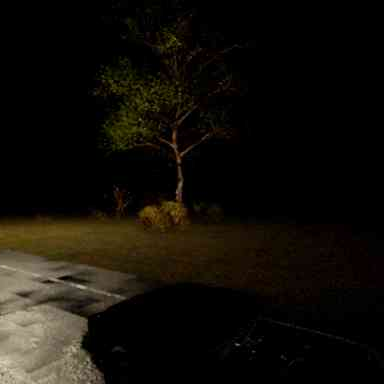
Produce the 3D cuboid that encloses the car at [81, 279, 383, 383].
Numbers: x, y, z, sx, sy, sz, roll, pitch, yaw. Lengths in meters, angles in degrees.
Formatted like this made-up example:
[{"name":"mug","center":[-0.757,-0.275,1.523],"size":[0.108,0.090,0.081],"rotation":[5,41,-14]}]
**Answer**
[{"name":"car","center":[1.059,1.602,3.237],"size":[4.718,1.301,1.895],"rotation":[0,0,36]}]
